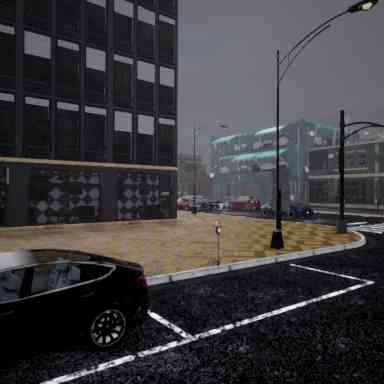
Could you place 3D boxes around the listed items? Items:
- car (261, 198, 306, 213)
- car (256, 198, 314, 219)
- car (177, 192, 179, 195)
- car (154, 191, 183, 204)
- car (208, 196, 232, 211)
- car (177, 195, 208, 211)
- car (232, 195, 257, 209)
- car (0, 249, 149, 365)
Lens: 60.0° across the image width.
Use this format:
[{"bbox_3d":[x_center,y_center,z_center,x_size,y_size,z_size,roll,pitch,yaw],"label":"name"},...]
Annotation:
[{"bbox_3d":[9.339,1.340,34.217,1.802,1.307,4.206,1,0,-36],"label":"car"},{"bbox_3d":[7.592,1.355,26.790,1.994,1.385,4.181,0,1,-36],"label":"car"},{"bbox_3d":[-0.496,1.101,47.638,2.008,1.369,4.403,1,0,-36],"label":"car"},{"bbox_3d":[-3.769,0.794,52.111,2.192,1.841,5.009,1,0,-36],"label":"car"},{"bbox_3d":[1.495,1.156,35.116,2.128,1.511,4.902,0,0,-36],"label":"car"},{"bbox_3d":[-0.699,1.231,33.738,1.802,1.307,4.206,1,0,-36],"label":"car"},{"bbox_3d":[6.062,1.130,38.692,1.967,1.590,4.097,1,0,-36],"label":"car"},{"bbox_3d":[-2.680,1.566,4.643,4.313,1.339,1.947,0,0,-35],"label":"car"}]
